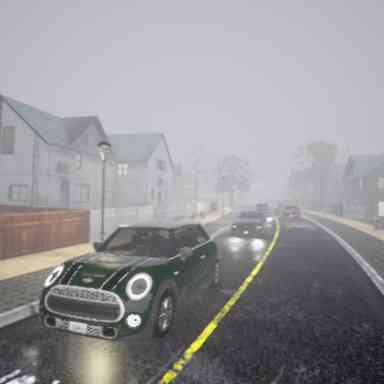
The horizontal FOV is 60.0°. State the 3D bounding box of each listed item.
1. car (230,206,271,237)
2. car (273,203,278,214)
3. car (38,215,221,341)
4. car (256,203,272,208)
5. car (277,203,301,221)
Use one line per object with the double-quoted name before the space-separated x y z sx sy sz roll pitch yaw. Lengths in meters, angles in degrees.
"car" 3.681 1.860 20.741 2.033 1.411 5.357 1 -1 16
"car" 11.992 2.225 44.675 1.812 1.442 4.674 1 0 8
"car" -0.886 1.424 6.959 2.097 1.767 4.553 1 -1 20
"car" 8.316 2.086 39.513 1.837 1.490 4.892 1 -1 11
"car" 10.109 2.079 34.380 1.837 1.490 4.892 1 0 12
